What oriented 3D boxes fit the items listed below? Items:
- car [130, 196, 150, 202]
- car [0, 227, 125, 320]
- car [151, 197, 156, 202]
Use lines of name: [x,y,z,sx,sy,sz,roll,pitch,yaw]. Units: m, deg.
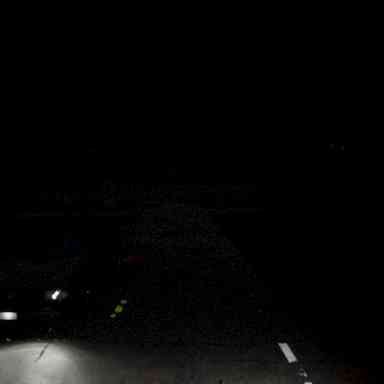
car: [-13.122,1.845,84.430,1.882,1.535,5.008,-1,0,-35]
car: [-2.899,1.572,7.891,2.033,1.411,5.357,0,0,0]
car: [-11.436,1.931,86.783,1.895,1.301,4.718,-1,0,-38]
